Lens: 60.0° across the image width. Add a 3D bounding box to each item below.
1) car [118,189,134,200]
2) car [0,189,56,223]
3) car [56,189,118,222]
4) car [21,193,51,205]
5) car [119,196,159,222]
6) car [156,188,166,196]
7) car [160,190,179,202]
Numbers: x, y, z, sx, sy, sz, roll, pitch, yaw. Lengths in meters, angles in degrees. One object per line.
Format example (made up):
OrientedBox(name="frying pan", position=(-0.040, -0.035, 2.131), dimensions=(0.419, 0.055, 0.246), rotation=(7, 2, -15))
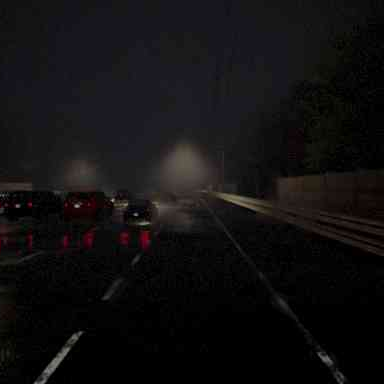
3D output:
OrientedBox(name="car", position=(-10.488, 0.516, 51.997), dimensions=(2.150, 2.045, 5.566), rotation=(0, 1, 0))
OrientedBox(name="car", position=(-10.497, 0.912, 22.783), dimensions=(2.150, 2.045, 5.566), rotation=(0, 1, 0))
OrientedBox(name="car", position=(-6.996, 0.910, 22.902), dimensions=(2.150, 2.045, 5.566), rotation=(0, 1, 0))
OrientedBox(name="car", position=(-21.044, 0.916, 44.966), dimensions=(1.812, 1.442, 4.674), rotation=(0, 1, 1))
OrientedBox(name="car", position=(-3.494, 1.212, 23.019), dimensions=(1.812, 1.442, 4.674), rotation=(0, 1, 0))
OrientedBox(name="car", position=(-6.983, 0.194, 76.123), dimensions=(2.150, 2.045, 5.566), rotation=(0, 1, 0))
OrientedBox(name="car", position=(-3.487, 0.856, 52.171), dimensions=(1.994, 1.385, 4.181), rotation=(0, 1, 0))
